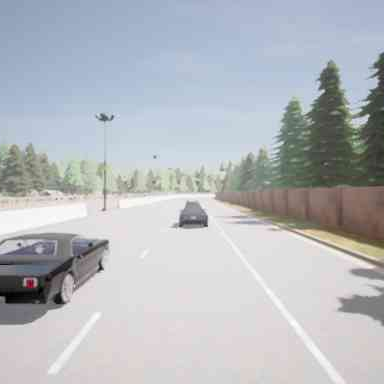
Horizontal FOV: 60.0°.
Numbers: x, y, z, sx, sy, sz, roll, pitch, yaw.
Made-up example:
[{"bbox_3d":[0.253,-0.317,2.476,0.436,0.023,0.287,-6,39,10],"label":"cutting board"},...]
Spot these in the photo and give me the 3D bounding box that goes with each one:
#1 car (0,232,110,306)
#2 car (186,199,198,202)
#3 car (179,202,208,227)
[{"bbox_3d":[-3.396,1.622,8.045,1.895,1.301,4.718,0,0,0],"label":"car"},{"bbox_3d":[0.044,1.600,41.267,2.128,1.511,4.902,0,0,0],"label":"car"},{"bbox_3d":[0.111,1.626,23.466,1.994,1.385,4.181,0,0,0],"label":"car"}]
